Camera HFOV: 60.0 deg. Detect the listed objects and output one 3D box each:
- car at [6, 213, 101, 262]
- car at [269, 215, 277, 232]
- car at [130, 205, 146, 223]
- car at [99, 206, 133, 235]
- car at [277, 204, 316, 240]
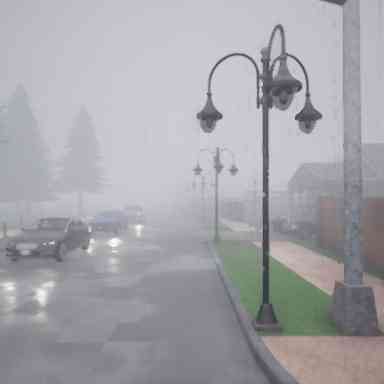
[{"bbox_3d":[-5.535,1.789,13.453,2.128,1.511,4.902,0,-1,-1],"label":"car"},{"bbox_3d":[6.926,1.686,20.688,3.866,1.878,1.905,0,-1,-1],"label":"car"},{"bbox_3d":[-5.810,2.103,32.692,2.097,1.767,4.553,0,-1,-1],"label":"car"},{"bbox_3d":[-5.653,2.000,22.974,1.882,1.535,5.008,0,-1,-1],"label":"car"},{"bbox_3d":[7.350,1.626,18.180,4.605,1.855,1.932,0,-1,-1],"label":"car"}]
